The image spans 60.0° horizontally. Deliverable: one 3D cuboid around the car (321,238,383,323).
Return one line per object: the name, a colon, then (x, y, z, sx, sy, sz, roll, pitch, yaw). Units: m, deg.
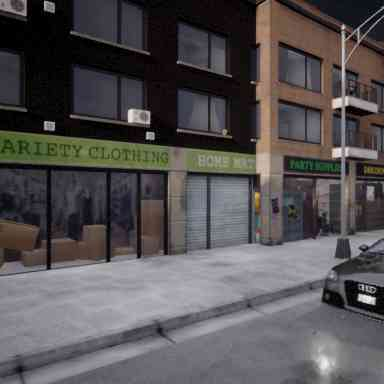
car: (4.465, 1.565, 6.578, 4.181, 1.385, 1.994, 0, 0, -36)
